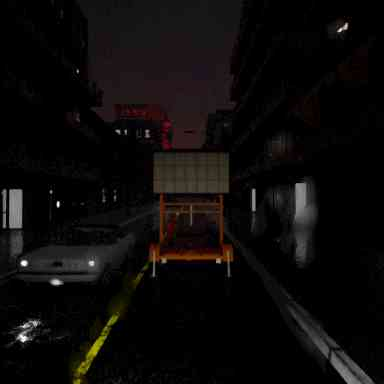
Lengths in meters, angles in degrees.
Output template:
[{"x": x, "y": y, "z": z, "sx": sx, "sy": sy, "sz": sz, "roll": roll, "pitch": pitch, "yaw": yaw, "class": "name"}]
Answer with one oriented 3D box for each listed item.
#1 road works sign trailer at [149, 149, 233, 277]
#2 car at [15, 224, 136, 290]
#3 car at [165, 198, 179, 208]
[{"x": -0.022, "y": 0.477, "z": 10.257, "sx": 2.380, "sy": 3.560, "sz": 2.880, "roll": 0, "pitch": 0, "yaw": 0, "class": "road works sign trailer"}, {"x": -2.871, "y": 1.612, "z": 9.252, "sx": 1.895, "sy": 1.301, "sz": 4.718, "roll": 0, "pitch": 0, "yaw": 0, "class": "car"}, {"x": -2.954, "y": 1.709, "z": 50.475, "sx": 1.812, "sy": 1.442, "sz": 4.674, "roll": 0, "pitch": 0, "yaw": 0, "class": "car"}]
